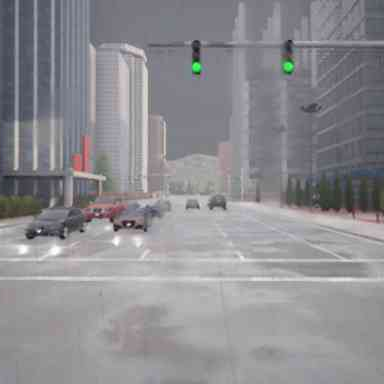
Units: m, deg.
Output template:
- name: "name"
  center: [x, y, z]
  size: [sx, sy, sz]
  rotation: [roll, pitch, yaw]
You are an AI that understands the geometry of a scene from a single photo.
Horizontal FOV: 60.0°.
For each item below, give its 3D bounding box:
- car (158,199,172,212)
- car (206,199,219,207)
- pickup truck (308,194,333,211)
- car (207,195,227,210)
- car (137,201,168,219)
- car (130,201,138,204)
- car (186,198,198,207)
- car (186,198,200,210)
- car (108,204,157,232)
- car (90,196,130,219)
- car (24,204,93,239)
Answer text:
- name: "car"
  center: [-3.564, 1.688, 41.277]
  size: [2.128, 1.511, 4.902]
  rotation: [0, 0, 0]
- name: "car"
  center: [3.502, 1.873, 57.259]
  size: [1.895, 1.301, 4.718]
  rotation: [0, 0, 0]
- name: "pickup truck"
  center: [16.623, 1.262, 42.701]
  size: [2.390, 2.098, 6.274]
  rotation: [0, 0, 31]
- name: "car"
  center: [3.601, 1.443, 46.598]
  size: [2.150, 2.045, 5.566]
  rotation: [0, 0, 0]
- name: "car"
  center: [-3.572, 1.748, 30.859]
  size: [1.895, 1.301, 4.718]
  rotation: [0, 0, 0]
- name: "car"
  center: [-7.072, 1.731, 38.416]
  size: [2.033, 1.411, 5.357]
  rotation: [0, 0, 0]
- name: "car"
  center: [0.003, 1.766, 57.622]
  size: [2.128, 1.511, 4.902]
  rotation: [0, 0, 0]
- name: "car"
  center: [0.110, 1.791, 47.731]
  size: [1.994, 1.385, 4.181]
  rotation: [0, 0, -1]
- name: "car"
  center: [-3.580, 1.664, 20.853]
  size: [1.994, 1.385, 4.181]
  rotation: [0, 0, 0]
- name: "car"
  center: [-7.078, 1.354, 27.757]
  size: [2.150, 2.045, 5.566]
  rotation: [0, 0, 1]
- name: "car"
  center: [-7.088, 1.590, 17.819]
  size: [1.837, 1.490, 4.892]
  rotation: [0, 0, 0]
